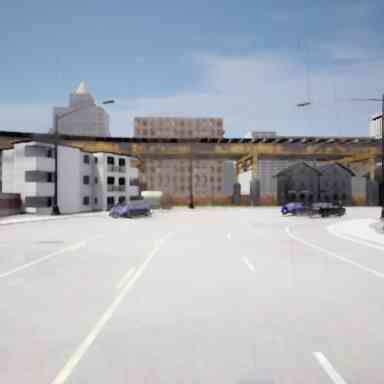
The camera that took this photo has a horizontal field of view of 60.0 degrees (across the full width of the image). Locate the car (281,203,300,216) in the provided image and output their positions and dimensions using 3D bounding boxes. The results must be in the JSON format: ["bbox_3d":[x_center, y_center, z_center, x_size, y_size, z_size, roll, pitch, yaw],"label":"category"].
[{"bbox_3d":[12.027,1.930,37.564,4.674,1.442,1.812,0,-1,-34],"label":"car"}]

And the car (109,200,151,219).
[{"bbox_3d":[-6.088,1.692,32.953,2.097,1.767,4.553,0,-1,29],"label":"car"}]

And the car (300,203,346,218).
[{"bbox_3d":[13.959,1.867,34.567,4.902,1.511,2.128,0,-1,-33],"label":"car"}]
